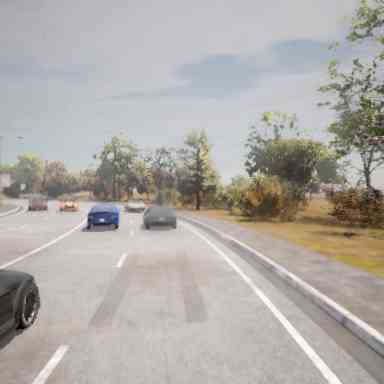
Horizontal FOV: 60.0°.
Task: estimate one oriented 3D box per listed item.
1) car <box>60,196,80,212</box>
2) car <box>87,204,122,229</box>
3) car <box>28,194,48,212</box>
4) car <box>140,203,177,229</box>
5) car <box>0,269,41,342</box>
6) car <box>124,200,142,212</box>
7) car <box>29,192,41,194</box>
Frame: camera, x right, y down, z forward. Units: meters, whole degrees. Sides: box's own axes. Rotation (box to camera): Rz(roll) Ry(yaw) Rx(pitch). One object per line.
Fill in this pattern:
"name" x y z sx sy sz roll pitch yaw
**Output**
"car" -14.412 1.408 39.170 2.097 1.767 4.553 0 0 -21
"car" -5.726 1.508 21.917 1.882 1.535 5.008 0 0 -11
"car" -18.780 1.414 40.763 2.097 1.767 4.553 0 0 -22
"car" -2.174 1.585 21.888 1.994 1.385 4.181 0 0 -10
"car" -3.636 1.579 4.253 1.994 1.385 4.181 0 0 -2
"car" -6.869 1.647 39.486 1.895 1.301 4.718 0 0 -19
"car" -34.844 0.942 74.187 2.150 2.045 5.566 0 0 -40
